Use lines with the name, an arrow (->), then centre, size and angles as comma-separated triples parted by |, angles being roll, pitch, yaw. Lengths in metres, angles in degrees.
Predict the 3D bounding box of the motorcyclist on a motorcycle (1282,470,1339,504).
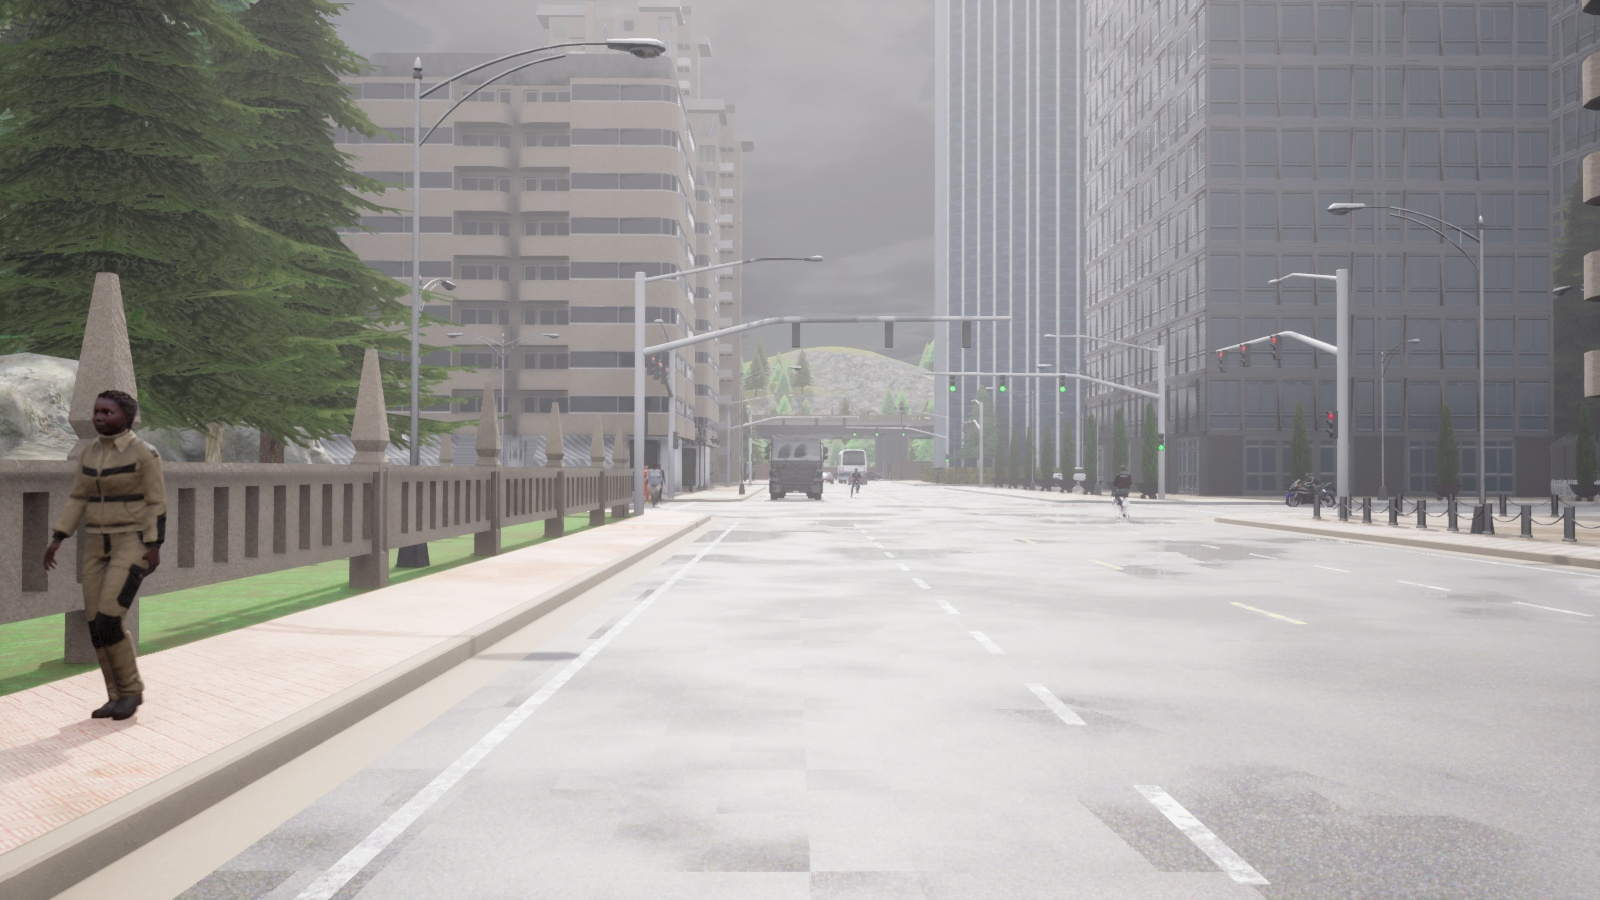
motorcyclist on a motorcycle -> 22.751, 1.641, 55.963 | 2.191, 1.530, 0.866 | 0, -1, 0

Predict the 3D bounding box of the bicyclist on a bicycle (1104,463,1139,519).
bicyclist on a bicycle -> 10.384, 1.306, 40.627 | 0.659, 1.776, 1.843 | 0, 0, 0

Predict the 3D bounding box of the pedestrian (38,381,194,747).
pedestrian -> -3.795, 0.606, 7.005 | 0.396, 1.930, 0.692 | 0, -1, 13

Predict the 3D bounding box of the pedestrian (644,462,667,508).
pedestrian -> -5.902, 1.434, 51.167 | 0.874, 1.855, 0.900 | 0, -1, -9

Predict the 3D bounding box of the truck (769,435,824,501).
truck -> -0.204, 1.010, 70.268 | 2.891, 3.462, 7.936 | 0, -1, 0
